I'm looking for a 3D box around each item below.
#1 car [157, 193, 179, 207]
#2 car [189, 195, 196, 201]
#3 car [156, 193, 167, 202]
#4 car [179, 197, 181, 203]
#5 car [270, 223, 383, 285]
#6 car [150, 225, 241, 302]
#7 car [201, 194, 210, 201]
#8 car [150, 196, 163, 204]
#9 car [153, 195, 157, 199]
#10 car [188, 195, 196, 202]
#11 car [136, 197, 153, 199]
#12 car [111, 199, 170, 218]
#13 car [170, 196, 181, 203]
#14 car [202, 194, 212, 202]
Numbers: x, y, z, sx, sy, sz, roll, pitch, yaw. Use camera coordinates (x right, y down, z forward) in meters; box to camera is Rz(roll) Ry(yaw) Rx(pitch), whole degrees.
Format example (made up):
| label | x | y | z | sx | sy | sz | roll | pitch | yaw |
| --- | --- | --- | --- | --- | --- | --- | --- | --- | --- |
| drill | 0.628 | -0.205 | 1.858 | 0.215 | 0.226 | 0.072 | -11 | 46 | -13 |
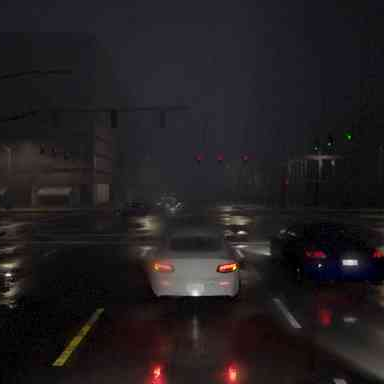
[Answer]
| label | x | y | z | sx | sy | sz | roll | pitch | yaw |
| --- | --- | --- | --- | --- | --- | --- | --- | --- | --- |
| car | -3.543 | 1.228 | 50.583 | 2.150 | 2.045 | 5.566 | 0 | 0 | 0 |
| car | 0.076 | 1.504 | 87.203 | 1.812 | 1.442 | 4.674 | 0 | 0 | 0 |
| car | -6.934 | 1.235 | 76.512 | 2.150 | 2.045 | 5.566 | 0 | 0 | 0 |
| car | -3.518 | 1.485 | 60.586 | 1.882 | 1.535 | 5.008 | 0 | 0 | 0 |
| car | 3.587 | 1.565 | 9.531 | 1.994 | 1.385 | 4.181 | 0 | 0 | 0 |
| car | 0.077 | 1.527 | 8.165 | 1.812 | 1.442 | 4.674 | 0 | 0 | 0 |
| car | 3.576 | 1.327 | 86.954 | 2.097 | 1.767 | 4.553 | 0 | 0 | 0 |
| car | -6.977 | 1.572 | 65.821 | 1.994 | 1.385 | 4.181 | 0 | 0 | 1 |
| car | -7.038 | 1.554 | 55.866 | 2.033 | 1.411 | 5.357 | 0 | 0 | 0 |
| car | 0.068 | 1.528 | 77.875 | 2.128 | 1.511 | 4.902 | 0 | 0 | 0 |
| car | -7.082 | 1.483 | 46.101 | 1.882 | 1.535 | 5.008 | 0 | 0 | 1 |
| car | -4.604 | 1.573 | 29.537 | 4.718 | 1.301 | 1.895 | 0 | 0 | -41 |
| car | -3.439 | 1.561 | 70.423 | 1.994 | 1.385 | 4.181 | 0 | 0 | 0 |
| car | 3.568 | 1.556 | 78.429 | 1.994 | 1.385 | 4.181 | 0 | 0 | 0 |
